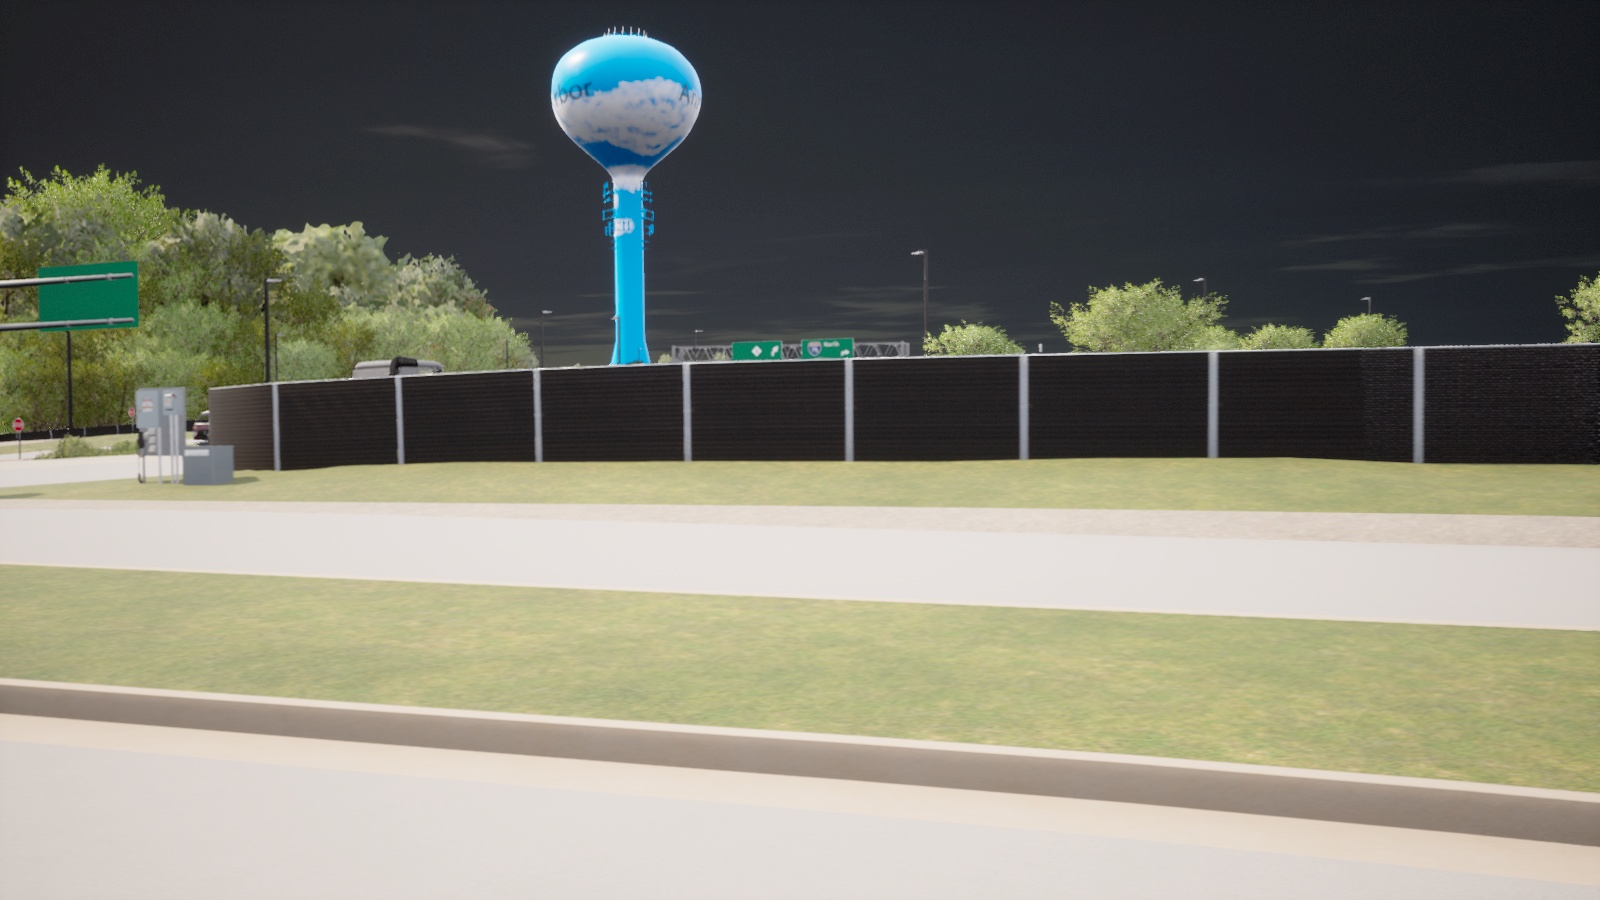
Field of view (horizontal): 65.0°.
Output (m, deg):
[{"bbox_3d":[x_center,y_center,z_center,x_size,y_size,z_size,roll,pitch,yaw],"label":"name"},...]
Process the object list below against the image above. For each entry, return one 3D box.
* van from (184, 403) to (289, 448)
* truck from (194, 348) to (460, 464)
[{"bbox_3d":[-26.957,-1.195,60.278,2.069,2.038,4.480,0,2,18],"label":"van"},{"bbox_3d":[-15.406,-1.470,41.636,2.891,3.462,7.936,0,2,34],"label":"truck"}]
